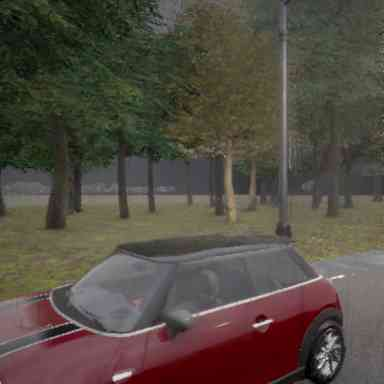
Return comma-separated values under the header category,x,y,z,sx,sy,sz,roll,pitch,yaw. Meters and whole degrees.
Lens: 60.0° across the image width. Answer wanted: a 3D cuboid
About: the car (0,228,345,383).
category,x,y,z,sx,sy,sz,roll,pitch,yaw
car,-0.317,1.352,3.765,4.553,1.767,2.097,0,0,-35
